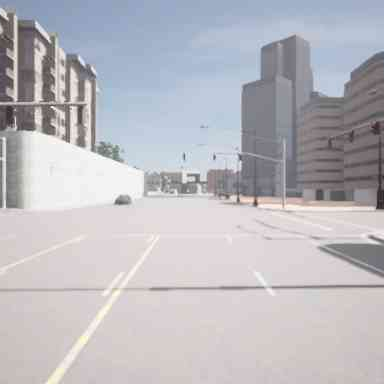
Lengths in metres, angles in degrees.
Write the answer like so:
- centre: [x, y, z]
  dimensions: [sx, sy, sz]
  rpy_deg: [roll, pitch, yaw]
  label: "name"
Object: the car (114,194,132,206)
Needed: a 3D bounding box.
- centre: [-10.527, 1.124, 51.027]
  dimensions: [2.097, 1.767, 4.553]
  rpy_deg: [0, 0, 0]
  label: "car"
